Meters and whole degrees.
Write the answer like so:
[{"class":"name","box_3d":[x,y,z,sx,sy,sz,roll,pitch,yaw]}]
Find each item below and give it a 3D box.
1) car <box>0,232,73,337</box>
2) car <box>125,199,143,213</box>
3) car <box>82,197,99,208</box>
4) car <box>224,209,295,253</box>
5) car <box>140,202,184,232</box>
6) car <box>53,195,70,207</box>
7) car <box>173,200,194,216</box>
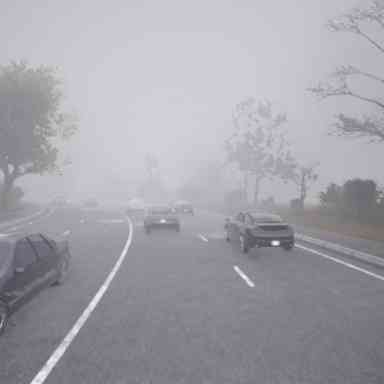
[{"class":"car","box_3d":[-3.920,1.552,6.579,2.033,1.411,5.357,0,0,-4]},{"class":"car","box_3d":[-6.313,1.499,37.077,1.812,1.442,4.674,0,0,-18]},{"class":"car","box_3d":[-14.645,1.479,47.929,1.837,1.490,4.892,0,-1,-25]},{"class":"car","box_3d":[2.577,1.482,13.704,1.837,1.490,4.892,0,0,-6]},{"class":"car","box_3d":[-1.921,1.546,20.029,1.994,1.385,4.181,0,0,-10]},{"class":"car","box_3d":[-20.263,1.323,51.420,2.097,1.767,4.553,0,0,-27]},{"class":"car","box_3d":[-1.182,1.495,32.325,1.812,1.442,4.674,0,0,-16]}]
